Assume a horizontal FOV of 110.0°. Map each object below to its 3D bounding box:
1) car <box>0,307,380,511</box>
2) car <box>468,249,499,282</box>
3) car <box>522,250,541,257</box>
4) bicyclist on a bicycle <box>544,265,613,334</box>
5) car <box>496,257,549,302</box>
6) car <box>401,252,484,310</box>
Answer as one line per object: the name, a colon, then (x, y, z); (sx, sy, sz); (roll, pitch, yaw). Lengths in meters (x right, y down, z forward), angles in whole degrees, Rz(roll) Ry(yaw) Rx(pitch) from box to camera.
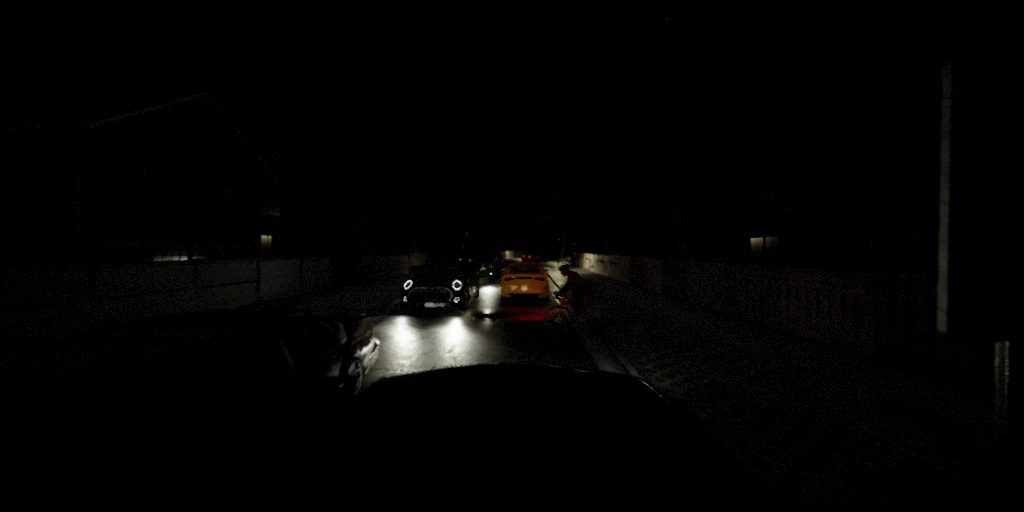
car: (-2.863, 1.253, 3.196); (2.033, 1.411, 5.357); (0, 1, -2)
car: (-2.049, 0.570, 23.964); (2.150, 2.045, 5.566); (0, 1, 2)
car: (2.501, 0.183, 46.883); (2.150, 2.045, 5.566); (0, 1, 7)
bicyclist on a bicycle: (1.520, 1.007, 8.600); (1.656, 1.620, 0.582); (-9, 1, 2)
car: (0.558, 0.991, 15.543); (1.882, 1.535, 5.008); (0, 1, 2)
car: (-2.458, 0.885, 13.289); (2.097, 1.767, 4.553); (0, 1, 2)
